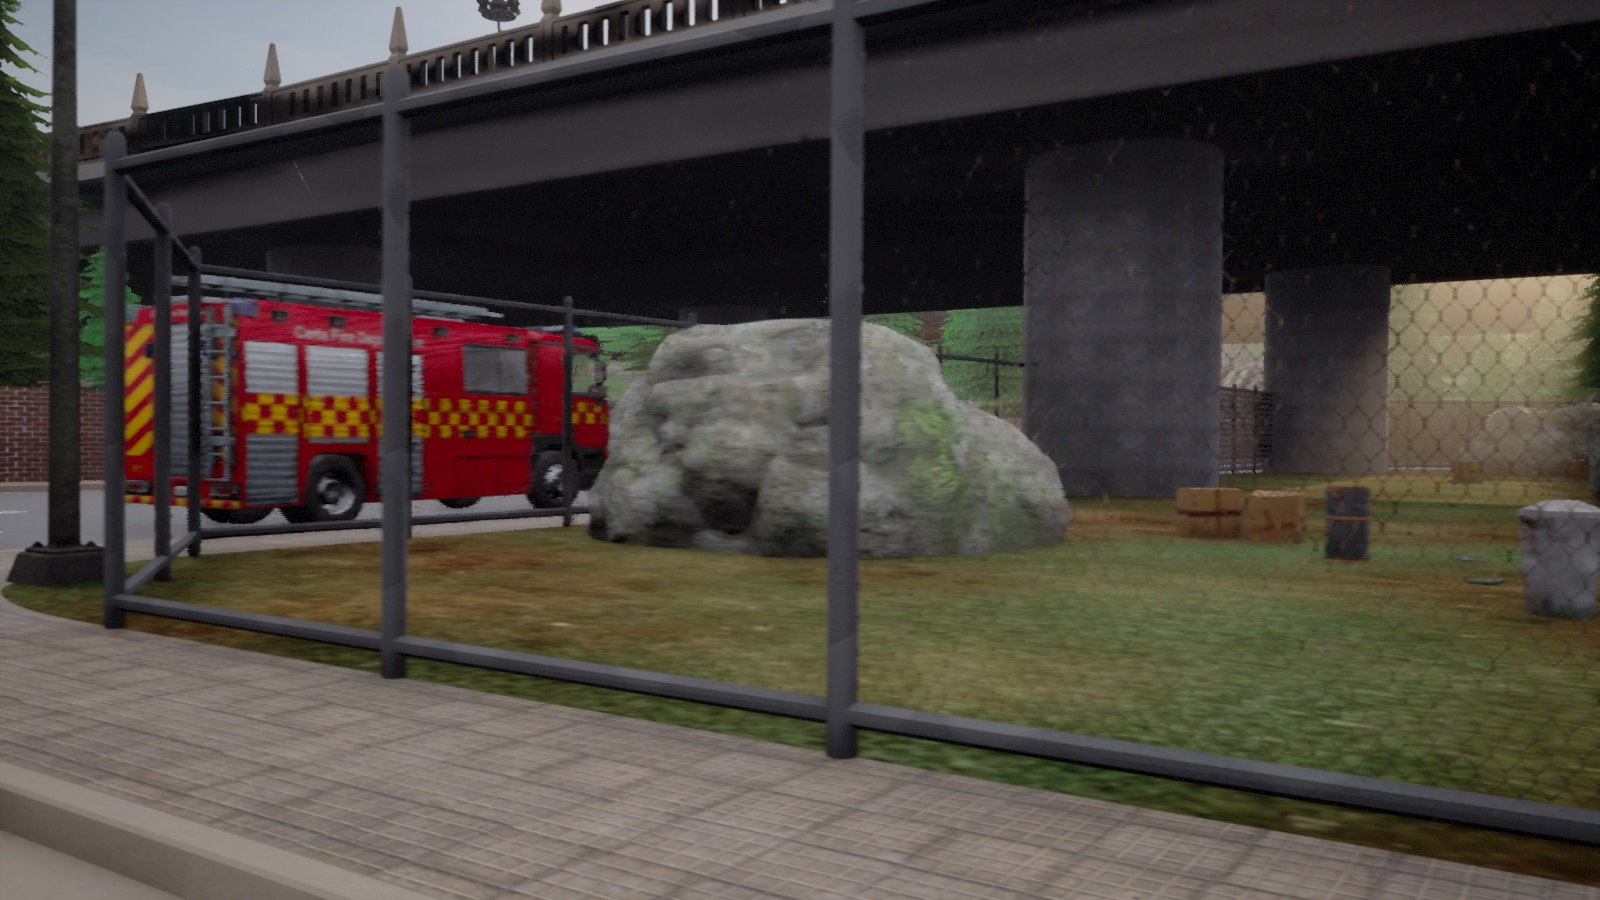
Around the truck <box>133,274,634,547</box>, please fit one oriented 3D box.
[{"bbox_3d":[-6.719,-0.618,22.022,2.891,3.827,8.468,0,1,30],"label":"truck"}]
